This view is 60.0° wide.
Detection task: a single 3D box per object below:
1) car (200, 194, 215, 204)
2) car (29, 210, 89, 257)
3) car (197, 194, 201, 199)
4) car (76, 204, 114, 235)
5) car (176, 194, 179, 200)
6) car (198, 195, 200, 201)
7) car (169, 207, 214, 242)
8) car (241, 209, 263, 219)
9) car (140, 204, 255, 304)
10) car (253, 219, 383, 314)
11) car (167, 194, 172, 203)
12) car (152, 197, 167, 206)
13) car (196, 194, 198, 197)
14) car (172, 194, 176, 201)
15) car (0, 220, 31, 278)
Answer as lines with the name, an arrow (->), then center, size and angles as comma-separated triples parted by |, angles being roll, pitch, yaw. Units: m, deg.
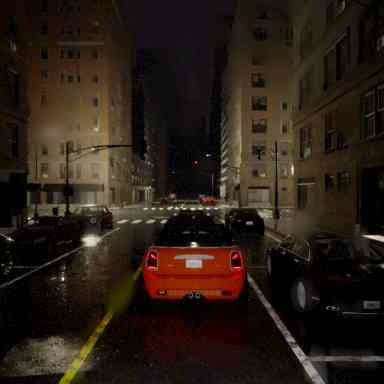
car -> 2.827, 1.475, 55.540 | 1.967, 1.590, 4.097 | 0, 0, 0
car -> -5.684, 1.582, 12.939 | 1.802, 1.307, 4.206 | 0, 0, 0
car -> 2.841, 1.523, 77.176 | 1.967, 1.590, 4.097 | 0, 0, 0
car -> -5.690, 1.440, 18.441 | 1.967, 1.590, 4.097 | 0, 0, 0
car -> -5.673, 1.455, 93.404 | 2.192, 1.841, 5.009 | 0, 0, 0
car -> 2.835, 1.605, 66.358 | 2.008, 1.369, 4.403 | 0, 0, 0
car -> -0.015, 1.564, 16.963 | 1.994, 1.385, 4.181 | 0, 0, 0
car -> 2.836, 1.566, 18.450 | 1.947, 1.339, 4.313 | 0, 0, 0
car -> 0.054, 1.352, 8.309 | 2.097, 1.767, 4.553 | 0, 0, 0
car -> 2.848, 1.550, 7.448 | 2.008, 1.369, 4.403 | 0, 0, 0
car -> -5.690, 1.606, 66.361 | 2.008, 1.369, 4.403 | 0, 0, 0
car -> -5.697, 1.617, 55.544 | 1.802, 1.307, 4.206 | 0, 0, 0
car -> 2.848, 1.559, 87.994 | 1.967, 1.590, 4.097 | 0, 0, 0
car -> -5.680, 1.625, 82.416 | 1.752, 1.417, 4.829 | 0, 0, 0
car -> -5.677, 1.566, 7.438 | 1.947, 1.339, 4.313 | 0, 0, 0
